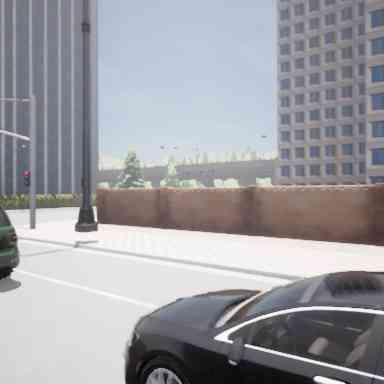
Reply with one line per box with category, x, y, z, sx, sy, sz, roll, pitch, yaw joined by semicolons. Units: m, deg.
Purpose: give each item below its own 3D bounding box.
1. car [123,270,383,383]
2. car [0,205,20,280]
car;1.492;1.507;2.928;4.892;1.490;1.837;0;0;36
car;-6.802;1.268;8.823;5.566;2.045;2.150;0;0;36
